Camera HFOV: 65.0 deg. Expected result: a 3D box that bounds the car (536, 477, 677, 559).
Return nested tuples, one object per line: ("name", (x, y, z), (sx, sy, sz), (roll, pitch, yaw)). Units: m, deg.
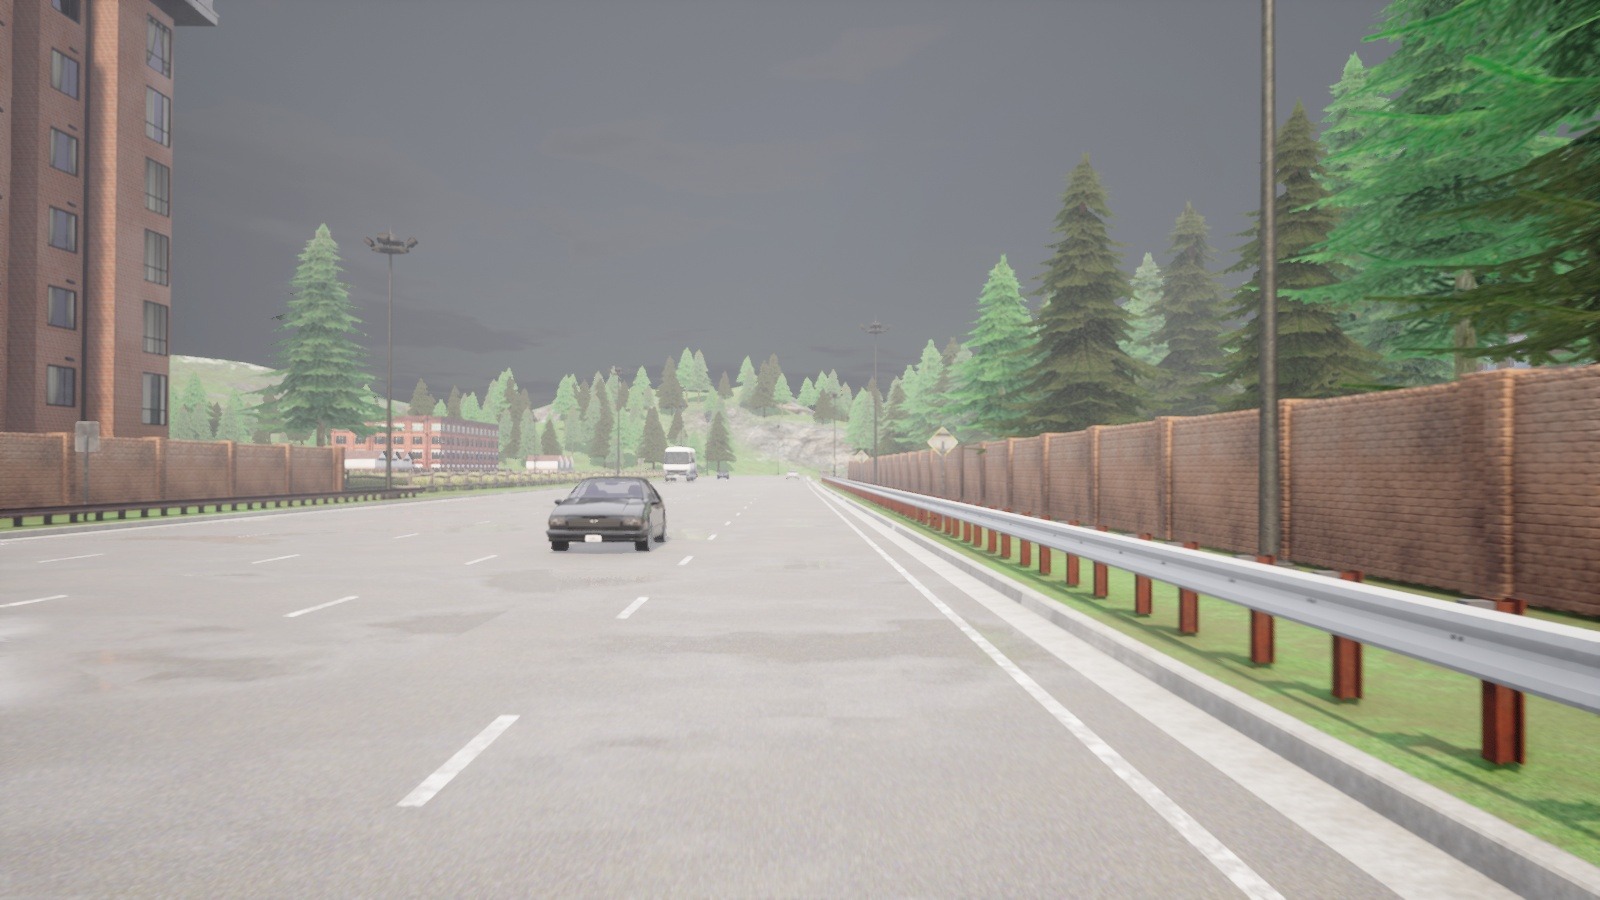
("car", (-3.716, 1.273, 25.118), (2.033, 1.411, 5.357), (0, -1, -1))
